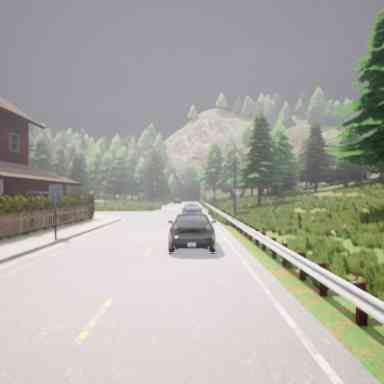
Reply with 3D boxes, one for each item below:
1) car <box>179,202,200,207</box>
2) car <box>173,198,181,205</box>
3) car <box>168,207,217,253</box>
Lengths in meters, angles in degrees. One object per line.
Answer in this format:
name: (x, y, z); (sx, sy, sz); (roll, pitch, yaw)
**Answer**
car: (0.002, 1.801, 29.397); (1.812, 1.442, 4.674); (0, 0, 0)
car: (-3.515, 2.218, 79.472); (1.882, 1.535, 5.008); (0, -1, 0)
car: (0.002, 1.642, 14.315); (1.837, 1.490, 4.892); (0, 0, 0)
